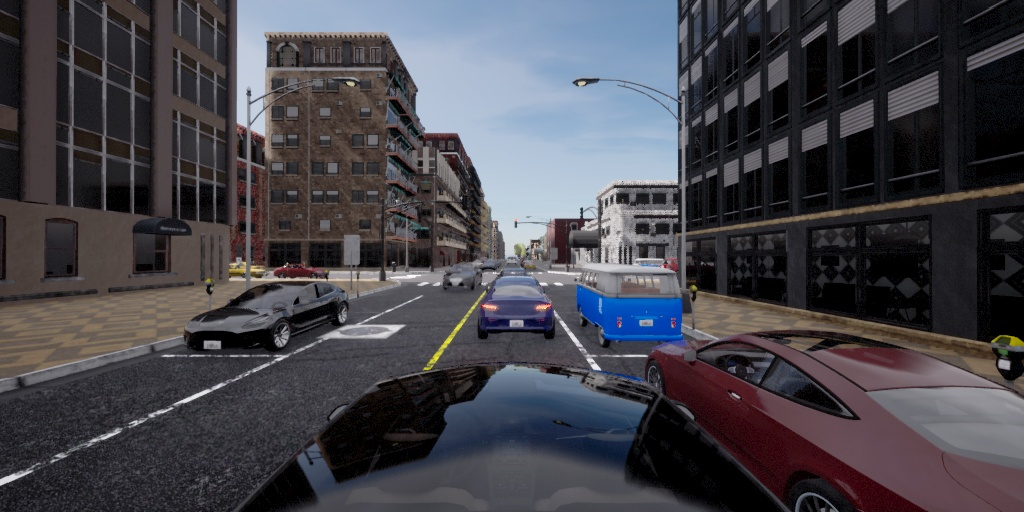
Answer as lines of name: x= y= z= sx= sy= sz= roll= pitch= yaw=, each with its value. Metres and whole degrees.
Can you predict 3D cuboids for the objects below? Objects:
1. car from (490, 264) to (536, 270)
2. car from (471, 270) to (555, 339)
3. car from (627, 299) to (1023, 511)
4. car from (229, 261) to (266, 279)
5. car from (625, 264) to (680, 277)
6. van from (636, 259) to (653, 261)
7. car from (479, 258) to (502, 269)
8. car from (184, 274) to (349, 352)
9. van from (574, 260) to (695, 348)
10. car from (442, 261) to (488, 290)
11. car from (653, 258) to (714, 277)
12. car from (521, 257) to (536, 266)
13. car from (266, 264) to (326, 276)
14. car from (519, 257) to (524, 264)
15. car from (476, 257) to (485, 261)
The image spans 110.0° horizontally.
car: x=0.093 y=1.318 z=18.411 sx=1.994 sy=1.385 sz=4.181 roll=0 pitch=0 yaw=0
car: x=0.101 y=1.277 z=9.959 sx=1.812 sy=1.442 sz=4.674 roll=0 pitch=0 yaw=0
car: x=2.657 y=1.332 z=3.270 sx=1.802 sy=1.307 sz=4.207 roll=0 pitch=0 yaw=0
car: x=-22.958 y=1.216 z=29.755 sx=4.829 sy=1.417 sz=1.751 roll=0 pitch=0 yaw=0
car: x=13.897 y=1.419 z=35.633 sx=4.718 sy=1.301 sz=1.895 roll=0 pitch=0 yaw=0
van: x=14.900 y=1.175 z=38.223 sx=3.998 sy=1.789 sz=1.690 roll=0 pitch=0 yaw=0
car: x=-3.058 y=1.329 z=50.592 sx=2.033 sy=1.411 sz=5.357 roll=0 pitch=0 yaw=3
car: x=-5.690 y=1.317 z=8.986 sx=1.948 sy=1.339 sz=4.313 roll=0 pitch=0 yaw=0
van: x=2.657 y=1.092 z=8.959 sx=1.690 sy=1.789 sz=3.998 roll=0 pitch=0 yaw=0
car: x=-2.999 y=1.247 z=22.173 sx=2.128 sy=1.511 sz=4.902 roll=0 pitch=0 yaw=3
car: x=14.921 y=1.107 z=29.843 sx=5.009 sy=1.841 sz=2.192 roll=0 pitch=0 yaw=0
car: x=2.694 y=1.311 z=53.915 sx=1.751 sy=1.417 sz=4.829 roll=0 pitch=0 yaw=0
car: x=-17.465 y=1.284 z=29.768 sx=4.207 sy=1.307 sz=1.802 roll=0 pitch=0 yaw=0
car: x=2.695 y=1.382 z=64.823 sx=1.802 sy=1.307 sz=4.207 roll=0 pitch=0 yaw=0
car: x=-5.687 y=1.318 z=59.114 sx=1.751 sy=1.417 sz=4.829 roll=0 pitch=0 yaw=0
